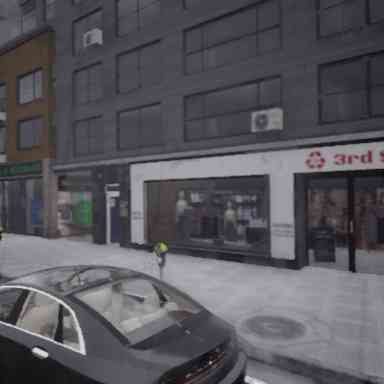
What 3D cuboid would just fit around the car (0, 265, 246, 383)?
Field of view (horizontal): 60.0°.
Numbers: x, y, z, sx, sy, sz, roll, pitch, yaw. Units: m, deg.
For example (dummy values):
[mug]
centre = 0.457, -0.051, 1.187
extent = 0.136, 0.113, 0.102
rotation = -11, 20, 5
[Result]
[car]
centre = -1.528, 1.575, 3.956
extent = 4.403, 1.369, 2.008
rotation = -1, -1, 36
